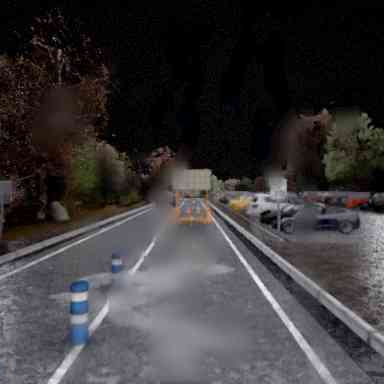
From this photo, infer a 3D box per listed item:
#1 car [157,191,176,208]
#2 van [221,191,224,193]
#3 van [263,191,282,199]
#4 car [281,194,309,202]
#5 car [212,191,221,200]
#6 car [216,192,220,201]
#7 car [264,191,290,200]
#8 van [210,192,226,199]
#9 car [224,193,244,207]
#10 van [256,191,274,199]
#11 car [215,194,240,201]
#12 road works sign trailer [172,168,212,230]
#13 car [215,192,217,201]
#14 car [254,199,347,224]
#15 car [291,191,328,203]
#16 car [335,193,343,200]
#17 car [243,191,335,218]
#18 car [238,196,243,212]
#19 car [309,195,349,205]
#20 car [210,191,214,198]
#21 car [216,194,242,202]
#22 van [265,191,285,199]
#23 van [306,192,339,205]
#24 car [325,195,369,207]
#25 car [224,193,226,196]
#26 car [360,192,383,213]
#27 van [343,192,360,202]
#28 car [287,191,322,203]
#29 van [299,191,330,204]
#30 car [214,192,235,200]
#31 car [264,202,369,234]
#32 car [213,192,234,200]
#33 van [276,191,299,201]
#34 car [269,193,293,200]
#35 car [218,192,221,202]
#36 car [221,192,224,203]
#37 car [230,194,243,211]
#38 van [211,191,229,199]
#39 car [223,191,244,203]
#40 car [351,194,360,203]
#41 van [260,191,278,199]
[{"bbox_3d":[-3.279,0.938,43.524,2.150,2.045,5.566,0,0,0],"label":"car"},{"bbox_3d":[7.206,0.931,51.907,4.442,1.987,1.878,0,0,0],"label":"van"},{"bbox_3d":[20.570,0.818,84.964,4.442,1.987,1.878,0,0,1],"label":"van"},{"bbox_3d":[20.282,1.105,65.575,5.008,1.535,2.097,0,0,1],"label":"car"},{"bbox_3d":[7.000,1.119,63.015,5.366,1.575,1.946,0,0,0],"label":"car"},{"bbox_3d":[7.108,1.169,57.461,4.792,1.488,2.163,0,0,0],"label":"car"},{"bbox_3d":[20.379,0.810,79.549,5.566,2.045,2.435,0,0,0],"label":"car"},{"bbox_3d":[7.330,0.874,93.534,4.442,1.987,1.878,0,-1,0],"label":"van"},{"bbox_3d":[6.787,1.235,38.162,5.366,1.575,1.946,0,1,0],"label":"car"},{"bbox_3d":[20.408,0.864,93.260,4.442,1.987,1.878,0,-1,1],"label":"van"},{"bbox_3d":[7.226,1.105,68.565,4.892,1.521,2.231,0,0,0],"label":"car"},{"bbox_3d":[-0.008,0.329,20.031,2.380,3.560,2.880,0,0,0],"label":"road works sign trailer"},{"bbox_3d":[7.132,1.160,60.238,4.792,1.488,2.163,0,0,0],"label":"car"},{"bbox_3d":[6.834,1.434,21.384,5.008,1.535,2.097,0,1,0],"label":"car"},{"bbox_3d":[20.188,0.880,57.263,5.566,2.045,2.435,0,0,0],"label":"car"},{"bbox_3d":[20.104,1.233,40.778,4.792,1.488,2.163,0,1,1],"label":"car"},{"bbox_3d":[6.880,1.150,24.157,5.566,2.045,2.435,0,1,0],"label":"car"},{"bbox_3d":[6.906,1.337,29.712,4.892,1.521,2.231,0,1,0],"label":"car"},{"bbox_3d":[20.150,1.157,48.954,5.008,1.535,2.097,0,0,1],"label":"car"},{"bbox_3d":[7.071,1.093,71.343,5.366,1.575,1.946,0,0,0],"label":"car"},{"bbox_3d":[7.215,1.114,65.789,4.892,1.521,2.231,0,0,0],"label":"car"},{"bbox_3d":[20.548,0.826,82.319,4.442,1.987,1.878,0,0,0],"label":"van"},{"bbox_3d":[20.285,0.923,51.722,4.442,1.987,1.878,0,0,1],"label":"van"},{"bbox_3d":[20.126,1.213,43.417,4.792,1.488,2.163,0,0,1],"label":"car"},{"bbox_3d":[7.012,1.193,43.580,4.892,1.521,2.231,0,1,0],"label":"car"},{"bbox_3d":[20.031,1.044,32.341,5.566,2.045,2.435,0,1,0],"label":"car"},{"bbox_3d":[20.168,1.005,38.003,4.442,1.987,1.878,0,1,0],"label":"van"},{"bbox_3d":[20.212,0.871,60.033,5.566,2.045,2.435,0,0,0],"label":"car"},{"bbox_3d":[20.075,0.914,54.495,4.442,1.987,1.878,0,0,1],"label":"van"},{"bbox_3d":[7.249,0.961,74.117,4.553,1.767,2.185,0,0,0],"label":"car"},{"bbox_3d":[6.775,1.497,18.609,4.792,1.488,2.163,0,1,0],"label":"car"},{"bbox_3d":[7.273,0.952,76.893,4.553,1.767,2.185,0,0,0],"label":"car"},{"bbox_3d":[20.452,0.861,71.239,4.442,1.987,1.878,0,0,0],"label":"van"},{"bbox_3d":[20.377,1.070,76.655,5.008,1.535,2.097,0,0,1],"label":"car"},{"bbox_3d":[7.085,1.177,54.685,4.792,1.488,2.163,0,0,0],"label":"car"},{"bbox_3d":[7.096,1.195,49.132,4.792,1.488,2.163,0,0,1],"label":"car"},{"bbox_3d":[6.738,1.300,32.489,5.366,1.575,1.946,0,1,0],"label":"car"},{"bbox_3d":[7.259,0.826,85.222,4.442,1.987,1.878,0,0,0],"label":"van"},{"bbox_3d":[7.074,1.051,46.359,4.553,1.767,2.185,0,0,0],"label":"car"},{"bbox_3d":[19.998,1.292,35.114,4.792,1.488,2.163,0,1,0],"label":"car"},{"bbox_3d":[20.362,0.809,87.869,4.442,1.987,1.878,0,0,0],"label":"van"}]
